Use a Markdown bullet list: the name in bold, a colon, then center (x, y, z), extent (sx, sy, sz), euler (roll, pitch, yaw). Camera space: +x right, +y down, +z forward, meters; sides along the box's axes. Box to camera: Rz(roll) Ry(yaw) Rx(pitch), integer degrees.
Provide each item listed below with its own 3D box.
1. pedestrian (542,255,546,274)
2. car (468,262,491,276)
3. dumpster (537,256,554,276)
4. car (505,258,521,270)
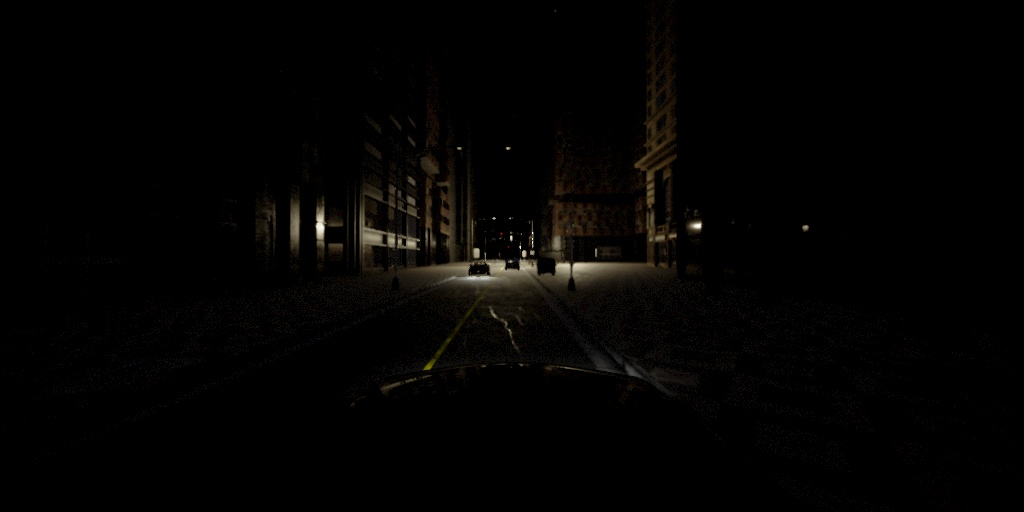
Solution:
- **pedestrian**: center (3.149, 0.819, 35.402), extent (0.375, 1.860, 0.375), euler (1, -1, -10)
- **car**: center (-3.076, 1.243, 34.831), extent (1.994, 1.385, 4.181), euler (0, 0, 0)
- **dumpster**: center (3.149, 1.076, 34.029), extent (1.020, 1.700, 1.940), euler (0, 0, 0)
- **car**: center (0.071, 1.211, 49.997), extent (1.994, 1.385, 4.181), euler (0, 0, 1)
